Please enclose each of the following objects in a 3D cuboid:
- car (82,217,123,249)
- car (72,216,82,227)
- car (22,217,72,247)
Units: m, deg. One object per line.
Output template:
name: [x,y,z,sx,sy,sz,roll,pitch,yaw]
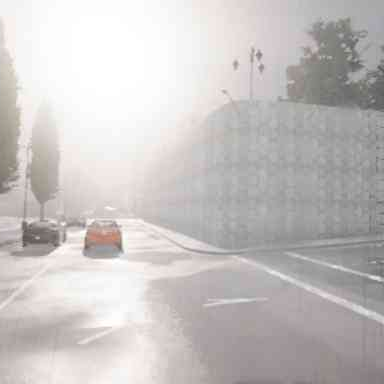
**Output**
car: [-5.405,2.426,20.645,2.097,1.767,4.553,2,-3,-14]
car: [-12.895,3.411,37.658,1.895,1.301,4.718,2,-3,-13]
car: [-8.922,2.451,20.477,1.882,1.535,5.008,2,-3,-13]
